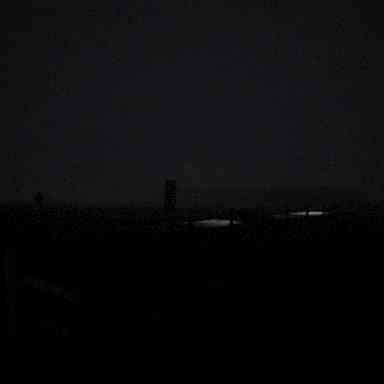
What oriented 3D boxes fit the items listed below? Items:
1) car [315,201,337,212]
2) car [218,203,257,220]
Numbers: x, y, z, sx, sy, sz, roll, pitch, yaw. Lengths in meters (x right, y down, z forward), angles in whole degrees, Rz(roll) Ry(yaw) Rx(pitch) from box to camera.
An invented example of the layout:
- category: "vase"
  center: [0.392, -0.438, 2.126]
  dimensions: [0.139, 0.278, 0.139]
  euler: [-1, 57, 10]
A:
- category: "car"
  center: [19.081, 1.973, 47.049]
  dimensions: [2.128, 1.511, 4.902]
  euler: [0, -1, 42]
- category: "car"
  center: [4.303, 1.785, 30.897]
  dimensions: [1.812, 1.442, 4.674]
  euler: [0, -1, 42]
